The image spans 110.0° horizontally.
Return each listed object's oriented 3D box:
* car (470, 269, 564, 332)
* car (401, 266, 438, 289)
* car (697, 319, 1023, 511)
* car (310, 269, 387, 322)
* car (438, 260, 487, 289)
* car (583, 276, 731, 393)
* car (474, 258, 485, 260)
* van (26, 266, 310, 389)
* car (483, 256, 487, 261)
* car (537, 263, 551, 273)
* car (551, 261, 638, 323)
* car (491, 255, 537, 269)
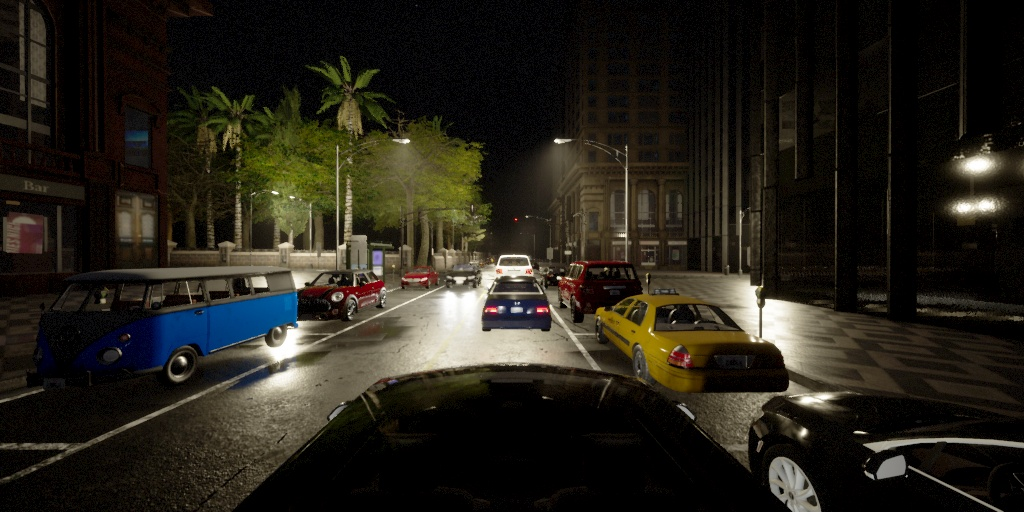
[{"bbox_3d":[0.106,1.296,10.837,2.033,1.411,5.357,0,0,0],"label":"car"},{"bbox_3d":[-5.754,1.327,22.888,1.802,1.307,4.207,0,0,0],"label":"car"},{"bbox_3d":[2.762,1.300,1.165,2.007,1.370,4.403,0,0,0],"label":"car"},{"bbox_3d":[-5.759,1.188,12.036,1.967,1.591,4.097,0,0,0],"label":"car"},{"bbox_3d":[-2.999,1.238,23.010,2.128,1.511,4.902,0,0,0],"label":"car"},{"bbox_3d":[2.764,1.275,6.761,1.751,1.417,4.829,0,0,0],"label":"car"},{"bbox_3d":[-5.739,1.275,54.748,2.007,1.370,4.403,0,0,0],"label":"car"},{"bbox_3d":[-5.761,1.090,6.609,1.690,1.789,3.998,0,0,0],"label":"van"},{"bbox_3d":[-5.737,1.159,60.168,1.967,1.591,4.097,0,0,0],"label":"car"},{"bbox_3d":[2.772,1.310,22.867,1.948,1.339,4.313,0,0,0],"label":"car"},{"bbox_3d":[2.767,1.063,12.016,2.192,1.841,5.009,0,0,0],"label":"car"},{"bbox_3d":[0.109,0.968,21.408,2.150,2.045,5.566,0,0,0],"label":"car"}]
